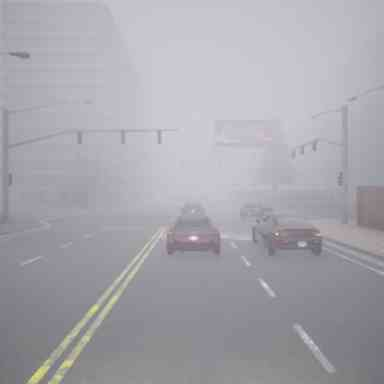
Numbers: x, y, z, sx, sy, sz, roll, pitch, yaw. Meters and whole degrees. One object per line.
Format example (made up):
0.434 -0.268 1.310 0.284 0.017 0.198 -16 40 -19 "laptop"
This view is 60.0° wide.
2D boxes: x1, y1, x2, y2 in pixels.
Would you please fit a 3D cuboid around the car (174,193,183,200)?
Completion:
-3.503 1.273 87.953 2.097 1.767 4.553 0 0 0 "car"

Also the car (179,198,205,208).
0.070 1.541 29.411 1.994 1.385 4.181 0 0 0 "car"

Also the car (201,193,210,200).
3.497 1.153 86.926 2.150 2.045 5.566 0 0 0 "car"

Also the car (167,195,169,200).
-7.003 1.417 87.924 1.837 1.490 4.892 0 0 0 "car"

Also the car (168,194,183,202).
-3.503 1.539 71.815 1.895 1.301 4.718 0 0 0 "car"

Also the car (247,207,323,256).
3.563 1.516 13.045 1.812 1.442 4.674 0 0 0 "car"

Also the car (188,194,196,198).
-0.003 1.453 86.887 2.128 1.511 4.902 0 0 0 "car"

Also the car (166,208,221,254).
0.066 1.552 13.375 1.994 1.385 4.181 0 0 0 "car"

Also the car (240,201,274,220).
5.560 1.472 27.508 2.128 1.511 4.902 -1 0 29 "car"

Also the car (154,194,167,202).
-7.003 1.468 71.846 1.812 1.442 4.674 0 0 0 "car"
